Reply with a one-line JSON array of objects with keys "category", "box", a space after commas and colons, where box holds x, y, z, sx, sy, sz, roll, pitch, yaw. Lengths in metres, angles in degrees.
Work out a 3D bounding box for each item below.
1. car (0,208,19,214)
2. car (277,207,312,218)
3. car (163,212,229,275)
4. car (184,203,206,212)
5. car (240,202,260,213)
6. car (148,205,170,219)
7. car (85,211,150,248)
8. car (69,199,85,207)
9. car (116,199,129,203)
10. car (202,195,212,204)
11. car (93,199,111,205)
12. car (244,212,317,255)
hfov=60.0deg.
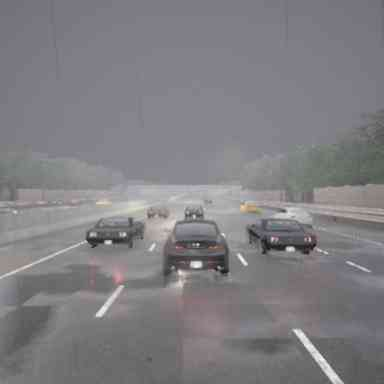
[{"category": "car", "box": [-14.033, 1.876, 24.329, 1.895, 1.301, 4.718, 0, -1, 0]}, {"category": "car", "box": [7.170, 1.800, 23.854, 1.812, 1.442, 4.674, 0, -1, 1]}, {"category": "car", "box": [0.115, 1.626, 10.867, 1.837, 1.490, 4.892, 0, -1, 0]}, {"category": "car", "box": [0.220, 1.986, 33.499, 1.895, 1.301, 4.718, 0, -1, 0]}, {"category": "car", "box": [7.286, 1.960, 41.911, 1.882, 1.535, 5.008, 0, -1, 0]}, {"category": "car", "box": [-3.282, 1.984, 33.419, 1.895, 1.301, 4.718, 0, -1, 0]}, {"category": "car", "box": [-3.372, 1.777, 15.668, 1.895, 1.301, 4.718, 0, -1, 0]}, {"category": "car", "box": [-24.004, 2.234, 69.477, 1.882, 1.535, 5.008, 0, -1, 1]}, {"category": "car", "box": [-13.574, 2.207, 64.935, 1.882, 1.535, 5.008, 0, -1, 1]}, {"category": "car", "box": [4.301, 2.336, 88.145, 2.097, 1.767, 4.553, 0, 0, 1]}, {"category": "car", "box": [-17.077, 2.203, 64.569, 1.882, 1.535, 5.008, 0, -1, 1]}, {"category": "car", "box": [3.521, 1.760, 14.075, 1.895, 1.301, 4.718, 0, -1, 0]}]
